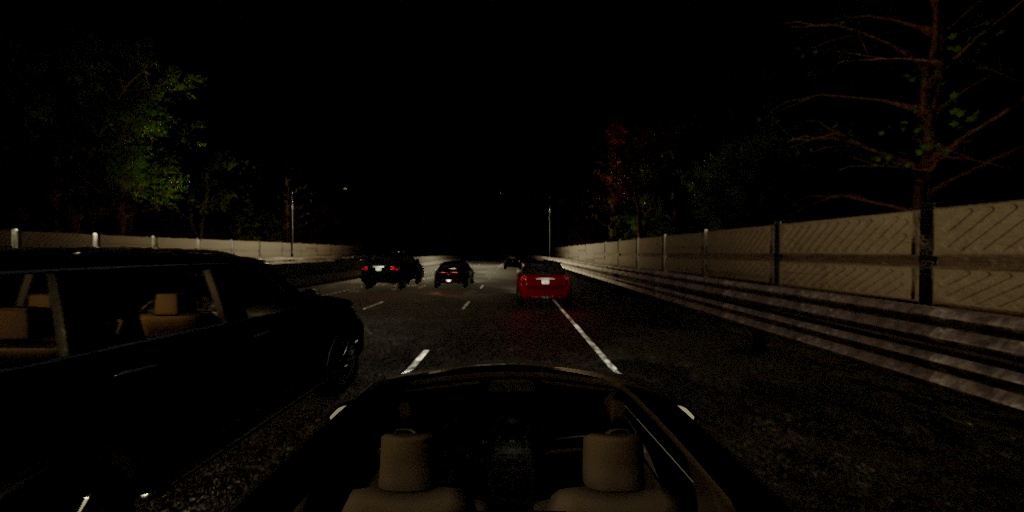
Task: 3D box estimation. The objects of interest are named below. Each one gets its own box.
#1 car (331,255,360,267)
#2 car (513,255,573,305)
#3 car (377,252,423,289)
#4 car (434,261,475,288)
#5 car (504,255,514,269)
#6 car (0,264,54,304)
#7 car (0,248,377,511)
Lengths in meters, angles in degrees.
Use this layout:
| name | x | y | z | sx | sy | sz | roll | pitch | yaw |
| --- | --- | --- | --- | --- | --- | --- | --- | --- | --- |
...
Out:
| name | x | y | z | sx | sy | sz | roll | pitch | yaw |
| --- | --- | --- | --- | --- | --- | --- | --- | --- | --- |
| car | -24.559 | 0.696 | 53.138 | 1.882 | 1.535 | 5.008 | 0 | 1 | 0 |
| car | 1.226 | 0.955 | 15.274 | 2.097 | 1.767 | 4.553 | 0 | 1 | 0 |
| car | -6.899 | 0.764 | 21.194 | 2.150 | 2.045 | 5.566 | 0 | 1 | 0 |
| car | -3.398 | 1.042 | 21.690 | 1.837 | 1.490 | 4.892 | 0 | 1 | 0 |
| car | 0.083 | 0.658 | 44.170 | 2.097 | 1.767 | 4.553 | 0 | 1 | 1 |
| car | -21.096 | 1.117 | 13.213 | 2.128 | 1.511 | 4.902 | 0 | 1 | 0 |
| car | -3.413 | 0.954 | 3.322 | 2.150 | 2.045 | 5.566 | 0 | 1 | 0 |
